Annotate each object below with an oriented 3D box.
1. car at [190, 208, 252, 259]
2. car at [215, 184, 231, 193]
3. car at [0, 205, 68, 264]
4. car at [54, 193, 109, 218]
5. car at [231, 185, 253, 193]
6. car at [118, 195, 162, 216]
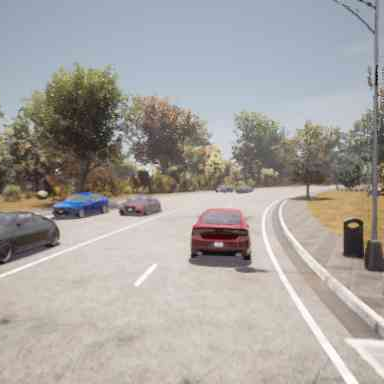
[{"bbox_3d":[1.134,1.307,12.062,1.882,1.535,5.008,1,2,8],"label":"car"},{"bbox_3d":[5.687,-0.574,57.175,2.128,1.511,4.902,1,2,30],"label":"car"},{"bbox_3d":[-6.133,1.336,10.873,1.994,1.385,4.181,1,1,8],"label":"car"},{"bbox_3d":[-7.541,0.846,22.974,1.882,1.535,5.008,1,3,13],"label":"car"},{"bbox_3d":[8.725,-0.467,55.439,1.994,1.385,4.181,1,3,30],"label":"car"},{"bbox_3d":[-3.690,0.897,24.164,1.994,1.385,4.181,1,3,14],"label":"car"}]
